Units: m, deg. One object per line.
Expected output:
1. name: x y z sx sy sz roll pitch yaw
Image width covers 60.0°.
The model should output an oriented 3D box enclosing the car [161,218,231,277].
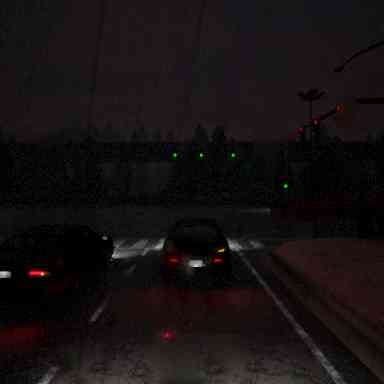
1. car: 0.122 1.523 10.138 1.812 1.442 4.674 0 0 1

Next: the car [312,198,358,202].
1. car: 16.879 1.482 38.812 4.902 1.511 2.128 0 0 0

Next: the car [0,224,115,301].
1. car: -3.440 1.546 8.546 2.033 1.411 5.357 0 0 0

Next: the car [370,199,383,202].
1. car: 23.185 1.590 42.290 4.718 1.301 1.895 0 0 0

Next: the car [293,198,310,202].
1. car: 14.077 1.515 42.324 4.674 1.442 1.812 0 0 2
